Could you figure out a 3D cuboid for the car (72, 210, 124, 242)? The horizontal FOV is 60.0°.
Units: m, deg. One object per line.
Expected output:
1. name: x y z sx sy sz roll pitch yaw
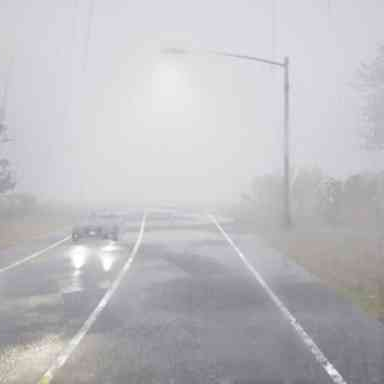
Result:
1. car: -4.433 1.560 16.182 1.994 1.385 4.181 0 0 -6
